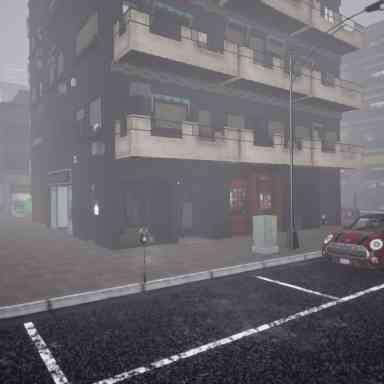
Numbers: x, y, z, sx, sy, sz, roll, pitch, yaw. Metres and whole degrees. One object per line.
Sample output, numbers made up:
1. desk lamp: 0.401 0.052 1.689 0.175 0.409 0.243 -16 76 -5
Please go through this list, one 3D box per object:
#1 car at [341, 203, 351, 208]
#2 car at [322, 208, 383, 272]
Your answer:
1. car: 12.976 1.589 30.285 1.994 1.385 4.181 -1 1 -36
2. car: 5.938 1.437 10.582 4.097 1.590 1.967 0 -1 -36
